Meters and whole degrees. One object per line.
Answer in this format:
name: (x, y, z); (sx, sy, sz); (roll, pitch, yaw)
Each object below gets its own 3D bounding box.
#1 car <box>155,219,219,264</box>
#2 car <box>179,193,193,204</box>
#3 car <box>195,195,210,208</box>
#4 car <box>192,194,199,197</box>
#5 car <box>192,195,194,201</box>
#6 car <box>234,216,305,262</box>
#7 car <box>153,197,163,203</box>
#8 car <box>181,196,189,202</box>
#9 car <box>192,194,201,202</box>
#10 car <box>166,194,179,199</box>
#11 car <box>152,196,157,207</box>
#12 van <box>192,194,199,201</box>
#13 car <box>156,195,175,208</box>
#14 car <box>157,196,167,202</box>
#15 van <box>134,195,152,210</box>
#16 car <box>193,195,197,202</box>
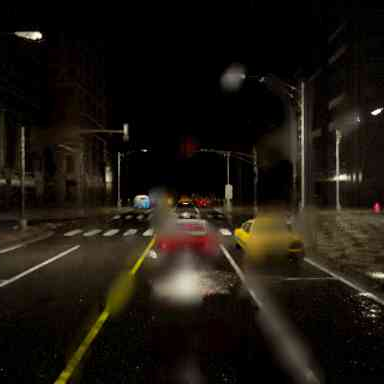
car: (-0.163, 1.617, 11.870); (1.895, 1.301, 4.718); (0, 0, -1)
car: (-1.389, 1.597, 69.115); (1.882, 1.535, 5.008); (0, 0, -1)
car: (1.781, 1.620, 49.880); (1.887, 1.381, 4.507); (0, 0, -1)
car: (1.435, 1.638, 66.623); (1.752, 1.417, 4.829); (0, 0, -1)
car: (1.553, 1.645, 60.929); (1.887, 1.381, 4.507); (0, 0, -1)
car: (2.544, 1.535, 11.965); (1.752, 1.417, 4.829); (0, 0, -1)
car: (-7.220, 1.730, 71.819); (1.802, 1.307, 4.206); (0, 0, -1)
car: (-1.602, 1.595, 79.562); (1.895, 1.301, 4.718); (0, 0, -1)
car: (1.095, 1.466, 83.026); (2.192, 1.841, 5.009); (0, 0, -1)
car: (-4.363, 1.636, 67.326); (2.128, 1.511, 4.902); (0, 0, -1)
car: (-6.773, 1.643, 49.724); (1.887, 1.381, 4.507); (0, 0, -1)
van: (0.982, 1.505, 88.550); (1.690, 1.788, 3.998); (0, 0, -1)
car: (-4.103, 1.573, 51.640); (1.882, 1.535, 5.008); (0, 0, -1)
car: (-7.444, 1.724, 82.867); (2.008, 1.369, 4.403); (0, 0, -1)
van: (-6.662, 1.428, 44.200); (1.690, 1.788, 3.998); (0, 0, -1)
car: (1.667, 1.632, 55.405); (1.887, 1.381, 4.507); (0, 0, -1)
